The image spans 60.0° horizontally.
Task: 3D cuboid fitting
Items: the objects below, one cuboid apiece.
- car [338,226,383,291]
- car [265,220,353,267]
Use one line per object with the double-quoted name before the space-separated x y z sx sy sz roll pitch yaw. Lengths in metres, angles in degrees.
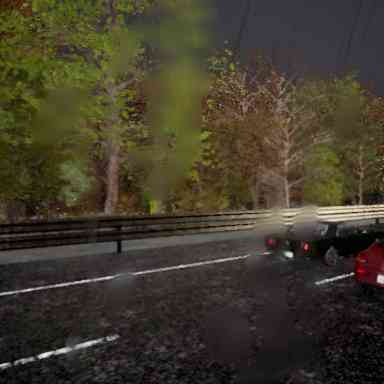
"car" 5.630 1.556 7.812 4.674 1.442 1.812 0 0 -36
"car" 4.778 1.637 11.525 4.718 1.301 1.895 0 0 -36
